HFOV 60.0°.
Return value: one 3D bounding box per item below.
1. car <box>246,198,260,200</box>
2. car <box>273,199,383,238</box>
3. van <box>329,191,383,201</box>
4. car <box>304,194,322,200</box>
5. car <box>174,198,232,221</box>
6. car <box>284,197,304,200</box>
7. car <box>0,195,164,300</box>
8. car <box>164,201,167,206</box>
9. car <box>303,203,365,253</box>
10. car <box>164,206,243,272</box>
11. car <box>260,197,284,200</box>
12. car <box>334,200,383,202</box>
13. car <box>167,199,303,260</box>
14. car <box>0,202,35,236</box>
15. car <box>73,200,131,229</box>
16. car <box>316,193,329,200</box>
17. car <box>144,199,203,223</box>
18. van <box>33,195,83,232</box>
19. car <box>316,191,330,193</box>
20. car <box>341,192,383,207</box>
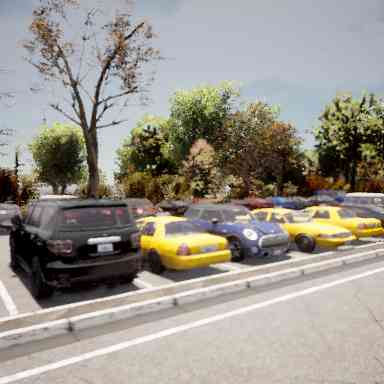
[{"bbox_3d":[3.128,1.322,28.791,2.163,1.488,4.792,-1,0,-36],"label":"car"},{"bbox_3d":[5.826,1.341,15.454,1.946,1.575,5.366,-1,0,-36],"label":"car"},{"bbox_3d":[10.458,1.067,18.689,1.878,1.987,4.442,-1,0,-36],"label":"van"},{"bbox_3d":[10.033,1.216,33.699,2.231,1.521,4.892,-1,0,-36],"label":"car"},{"bbox_3d":[0.746,1.319,27.054,2.097,1.535,5.008,-1,0,-36],"label":"car"},{"bbox_3d":[7.738,1.241,32.053,2.097,1.535,5.008,-1,0,-36],"label":"car"},{"bbox_3d":[-3.271,1.196,8.741,2.435,2.045,5.566,-1,0,-36],"label":"car"},{"bbox_3d":[-3.859,1.245,23.785,2.185,1.767,4.553,-1,0,-36],"label":"car"},{"bbox_3d":[3.745,1.367,13.507,1.946,1.575,5.366,-1,0,-36],"label":"car"},{"bbox_3d":[-1.064,1.418,10.516,1.946,1.575,5.366,-1,0,-36],"label":"car"},{"bbox_3d":[5.443,1.267,30.409,2.097,1.535,5.008,-1,0,-36],"label":"car"},{"bbox_3d":[8.232,1.358,16.948,2.002,1.452,4.674,-1,0,-36],"label":"car"},{"bbox_3d":[1.322,1.270,12.036,2.185,1.767,4.553,-1,0,-36],"label":"car"},{"bbox_3d":[-10.628,1.448,18.905,2.231,1.521,4.892,-1,0,-36],"label":"car"},{"bbox_3d":[-6.139,1.396,22.120,2.097,1.535,5.008,-1,0,-36],"label":"car"},{"bbox_3d":[14.614,1.162,37.000,2.231,1.521,4.892,-1,0,-36],"label":"car"},{"bbox_3d":[-1.543,1.345,25.401,2.097,1.535,5.008,-1,0,-36],"label":"car"},{"bbox_3d":[-8.397,1.195,20.638,1.878,1.987,4.442,-1,0,-36],"label":"van"},{"bbox_3d":[16.826,0.882,38.544,2.435,2.045,5.566,-1,0,-36],"label":"car"},{"bbox_3d":[21.545,0.939,41.883,2.185,1.767,4.553,0,0,-36],"label":"car"}]
